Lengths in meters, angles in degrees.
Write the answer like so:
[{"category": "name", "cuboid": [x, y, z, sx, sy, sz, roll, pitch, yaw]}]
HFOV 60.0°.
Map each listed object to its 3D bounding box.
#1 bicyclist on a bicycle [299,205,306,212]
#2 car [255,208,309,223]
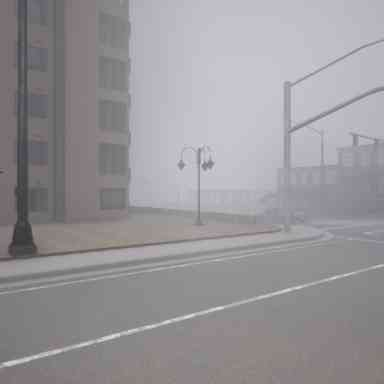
[{"category": "bicyclist on a bicycle", "cuboid": [13.575, 2.456, 40.693, 1.656, 1.620, 0.582, 0, -8, -35]}, {"category": "car", "cuboid": [7.958, 2.091, 29.830, 1.895, 1.301, 4.718, 0, -4, -36]}]
